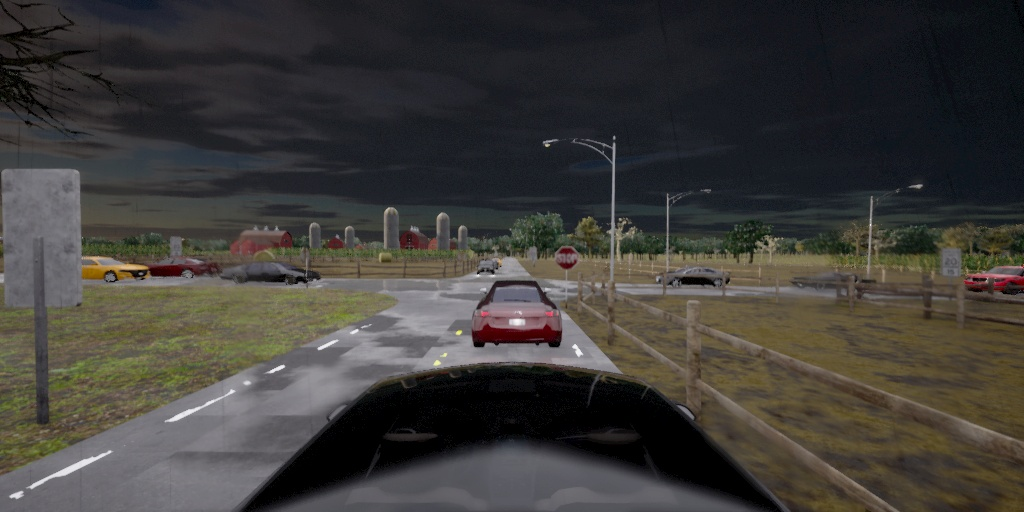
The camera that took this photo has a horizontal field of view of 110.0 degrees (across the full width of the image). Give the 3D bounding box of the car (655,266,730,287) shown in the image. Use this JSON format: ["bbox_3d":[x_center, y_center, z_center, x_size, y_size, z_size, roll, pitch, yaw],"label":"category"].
[{"bbox_3d":[12.755,1.476,25.420,4.902,1.511,2.128,1,1,0],"label":"car"}]

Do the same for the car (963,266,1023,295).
[{"bbox_3d":[35.873,1.738,25.541,5.566,2.045,2.150,2,1,0],"label":"car"}]

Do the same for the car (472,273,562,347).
[{"bbox_3d":[0.099,1.307,9.266,1.994,1.385,4.181,0,0,0],"label":"car"}]

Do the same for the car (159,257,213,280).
[{"bbox_3d":[-23.434,0.807,25.212,5.008,1.535,1.882,1,1,0],"label":"car"}]

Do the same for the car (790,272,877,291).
[{"bbox_3d":[22.719,1.801,25.480,4.718,1.301,1.895,1,1,0],"label":"car"}]

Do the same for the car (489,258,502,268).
[{"bbox_3d":[-2.783,1.134,60.754,1.882,1.535,5.008,0,0,1],"label":"car"}]

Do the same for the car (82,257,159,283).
[{"bbox_3d":[-25.536,0.820,22.248,5.008,1.535,1.882,1,1,0],"label":"car"}]

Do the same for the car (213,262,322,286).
[{"bbox_3d":[-14.916,1.064,22.310,5.357,1.411,2.033,1,1,0],"label":"car"}]

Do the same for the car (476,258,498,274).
[{"bbox_3d":[-2.801,1.208,39.631,1.837,1.490,4.892,0,0,-1],"label":"car"}]

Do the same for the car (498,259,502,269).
[{"bbox_3d":[-2.833,1.174,49.796,2.128,1.511,4.902,0,0,0],"label":"car"}]
